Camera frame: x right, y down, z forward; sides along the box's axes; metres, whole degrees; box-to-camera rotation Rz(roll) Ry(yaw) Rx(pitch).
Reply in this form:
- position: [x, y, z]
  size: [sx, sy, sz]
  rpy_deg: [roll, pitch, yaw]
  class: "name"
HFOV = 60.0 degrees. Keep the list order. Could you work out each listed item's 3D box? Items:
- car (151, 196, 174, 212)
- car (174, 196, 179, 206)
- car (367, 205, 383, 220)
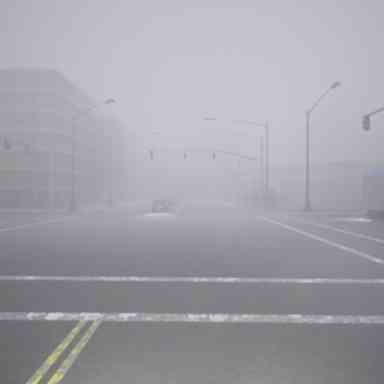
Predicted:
- position: [-3.485, 1.466, 37.572]
  size: [2.128, 1.511, 4.902]
  rpy_deg: [0, 0, -2]
  class: "car"
- position: [-3.539, 1.513, 52.704]
  size: [2.033, 1.411, 5.357]
  rpy_deg: [0, 0, 0]
  class: "car"
- position: [16.418, 1.546, 26.750]
  size: [4.181, 1.385, 1.994]
  rpy_deg: [0, 0, 0]
  class: "car"
